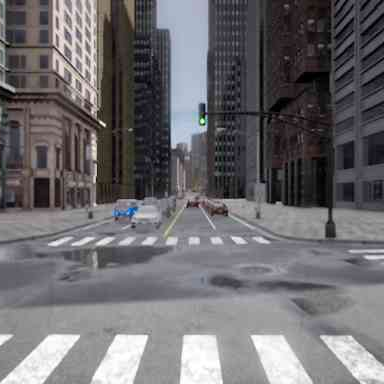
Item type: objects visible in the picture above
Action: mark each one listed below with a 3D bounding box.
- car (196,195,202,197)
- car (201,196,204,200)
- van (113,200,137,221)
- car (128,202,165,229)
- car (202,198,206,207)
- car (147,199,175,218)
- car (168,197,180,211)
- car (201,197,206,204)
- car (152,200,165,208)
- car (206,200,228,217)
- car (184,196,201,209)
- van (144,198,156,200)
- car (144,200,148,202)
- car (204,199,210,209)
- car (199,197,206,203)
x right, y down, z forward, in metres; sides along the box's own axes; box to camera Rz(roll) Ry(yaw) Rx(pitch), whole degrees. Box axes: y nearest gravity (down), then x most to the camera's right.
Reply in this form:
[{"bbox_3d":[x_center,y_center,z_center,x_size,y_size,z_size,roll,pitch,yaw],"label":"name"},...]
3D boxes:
[{"bbox_3d":[2.420,1.914,73.481,2.097,1.767,4.553,0,0,0],"label":"car"},{"bbox_3d":[2.798,2.020,62.517,1.887,1.381,4.507,0,0,0],"label":"car"},{"bbox_3d":[-5.767,1.557,29.389,1.690,1.788,3.998,0,0,0],"label":"van"},{"bbox_3d":[-3.091,1.697,23.453,1.812,1.442,4.674,0,0,-2],"label":"car"},{"bbox_3d":[2.794,1.889,45.941,1.887,1.381,4.507,0,0,0],"label":"car"},{"bbox_3d":[-3.084,1.752,33.495,1.837,1.490,4.892,0,0,0],"label":"car"},{"bbox_3d":[-3.070,1.819,43.755,2.128,1.511,4.902,0,0,0],"label":"car"},{"bbox_3d":[2.796,1.915,51.636,1.752,1.417,4.829,0,0,0],"label":"car"},{"bbox_3d":[-5.750,2.013,57.012,1.802,1.307,4.206,0,0,0],"label":"car"},{"bbox_3d":[2.792,1.803,34.891,1.887,1.381,4.507,0,0,0],"label":"car"},{"bbox_3d":[0.075,1.887,54.227,1.882,1.535,5.008,0,0,0],"label":"car"},{"bbox_3d":[-5.757,1.685,45.964,1.690,1.788,3.998,0,0,0],"label":"van"},{"bbox_3d":[-5.763,1.803,34.913,1.887,1.381,4.507,0,0,0],"label":"car"},{"bbox_3d":[2.793,1.846,40.416,1.887,1.381,4.507,0,0,0],"label":"car"},{"bbox_3d":[2.804,2.134,90.145,1.967,1.590,4.097,0,0,0],"label":"car"}]
